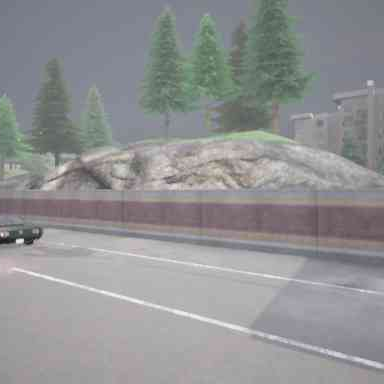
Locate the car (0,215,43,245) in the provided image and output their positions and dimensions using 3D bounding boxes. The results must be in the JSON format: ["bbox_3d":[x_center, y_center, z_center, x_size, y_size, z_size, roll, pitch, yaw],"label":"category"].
[{"bbox_3d":[-8.487,1.614,14.155,4.718,1.301,1.895,0,0,35],"label":"car"}]
